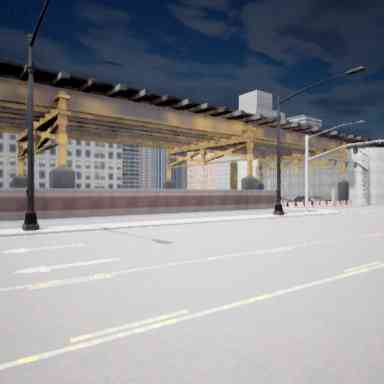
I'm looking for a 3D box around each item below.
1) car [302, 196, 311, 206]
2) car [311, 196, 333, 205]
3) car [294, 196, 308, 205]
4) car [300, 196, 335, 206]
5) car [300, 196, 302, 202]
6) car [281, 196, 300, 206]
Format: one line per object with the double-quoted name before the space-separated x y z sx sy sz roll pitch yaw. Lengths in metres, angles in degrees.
"car" 16.410 1.410 50.188 2.038 1.542 4.974 0 0 18
"car" 20.269 1.254 53.941 4.536 1.218 1.853 0 0 -7
"car" 16.426 1.253 50.238 1.853 1.218 4.536 0 0 18
"car" 20.320 1.411 53.948 4.974 1.542 2.038 0 0 -7
"car" 12.665 1.410 47.504 4.974 1.542 2.038 0 0 8
"car" 12.613 1.252 47.510 4.536 1.218 1.853 0 0 8
